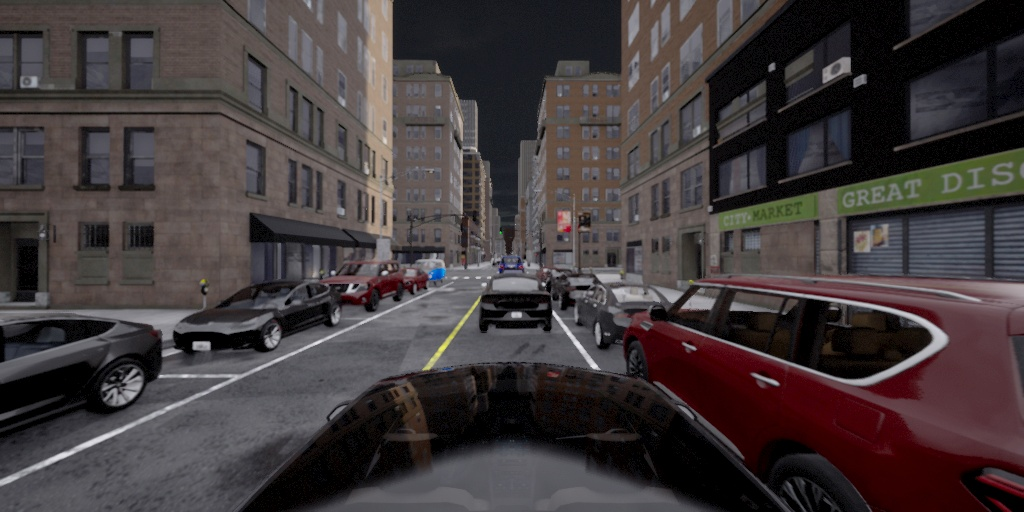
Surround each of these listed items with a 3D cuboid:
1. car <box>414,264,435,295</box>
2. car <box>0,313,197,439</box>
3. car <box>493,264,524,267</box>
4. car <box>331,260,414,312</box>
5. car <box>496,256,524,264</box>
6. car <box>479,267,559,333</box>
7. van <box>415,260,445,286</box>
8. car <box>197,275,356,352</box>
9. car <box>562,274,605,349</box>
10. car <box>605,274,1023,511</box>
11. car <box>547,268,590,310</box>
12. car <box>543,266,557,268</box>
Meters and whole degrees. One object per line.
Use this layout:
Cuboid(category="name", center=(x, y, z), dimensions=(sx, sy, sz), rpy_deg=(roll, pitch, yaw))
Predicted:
Cuboid(category="car", center=(-5.885, 1.331, 20.125), dimensions=(1.888, 1.381, 4.507), rpy_deg=(0, 0, 0))
Cuboid(category="car", center=(-5.859, 1.319, 3.366), dimensions=(1.948, 1.339, 4.313), rpy_deg=(0, 0, 0))
Cuboid(category="car", center=(0.063, 1.351, 20.417), dimensions=(1.994, 1.385, 4.181), rpy_deg=(0, 0, 0))
Cuboid(category="car", center=(-5.876, 1.090, 14.538), dimensions=(2.192, 1.841, 5.009), rpy_deg=(0, 0, 0))
Cuboid(category="car", center=(-0.123, 1.026, 31.413), dimensions=(2.150, 2.045, 5.566), rpy_deg=(0, 0, -2))
Cuboid(category="car", center=(0.064, 1.246, 10.901), dimensions=(1.882, 1.535, 5.008), rpy_deg=(0, 0, -1))
Cuboid(category="van", center=(-5.894, 1.137, 25.710), dimensions=(1.690, 1.789, 3.998), rpy_deg=(0, 0, 0))
Cuboid(category="car", center=(-5.868, 1.330, 8.953), dimensions=(1.948, 1.339, 4.313), rpy_deg=(0, 0, 0))
Cuboid(category="car", center=(2.658, 1.315, 8.971), dimensions=(2.007, 1.370, 4.403), rpy_deg=(0, 0, 0))
Cuboid(category="car", center=(2.666, 1.068, 3.386), dimensions=(2.192, 1.841, 5.009), rpy_deg=(0, 0, 0))
Cuboid(category="car", center=(2.649, 1.341, 14.556), dimensions=(1.948, 1.339, 4.313), rpy_deg=(0, 0, 0))
Cuboid(category="car", center=(2.640, 1.351, 20.141), dimensions=(1.948, 1.339, 4.313), rpy_deg=(0, 0, 0))
